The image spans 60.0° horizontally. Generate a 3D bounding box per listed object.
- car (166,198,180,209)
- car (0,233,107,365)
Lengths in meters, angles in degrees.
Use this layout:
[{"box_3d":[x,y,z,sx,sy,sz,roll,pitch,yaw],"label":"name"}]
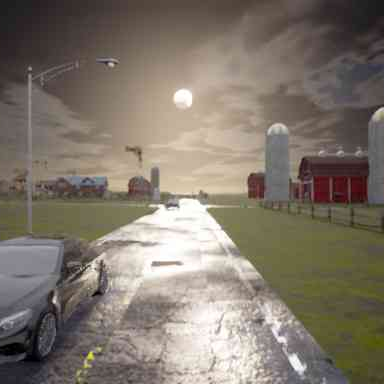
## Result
[{"box_3d":[-2.749,1.684,48.687,1.882,1.535,5.008,0,0,0],"label":"car"},{"box_3d":[-2.850,1.550,6.044,1.812,1.442,4.674,0,0,0],"label":"car"}]
